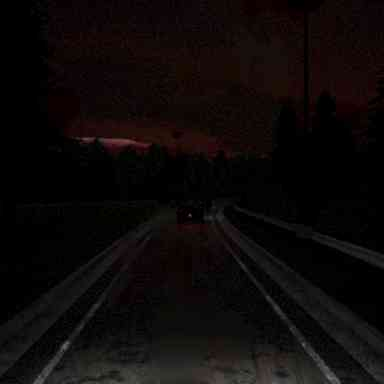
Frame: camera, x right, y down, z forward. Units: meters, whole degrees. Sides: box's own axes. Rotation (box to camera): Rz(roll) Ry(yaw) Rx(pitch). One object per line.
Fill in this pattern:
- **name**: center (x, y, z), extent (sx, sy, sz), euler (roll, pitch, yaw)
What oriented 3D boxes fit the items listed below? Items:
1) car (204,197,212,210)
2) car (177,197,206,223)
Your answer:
- **car**: center (1.428, 1.422, 42.121), extent (2.128, 1.511, 4.902), euler (0, 0, 9)
- **car**: center (-0.073, 1.438, 25.246), extent (1.882, 1.535, 5.008), euler (0, 0, 1)
